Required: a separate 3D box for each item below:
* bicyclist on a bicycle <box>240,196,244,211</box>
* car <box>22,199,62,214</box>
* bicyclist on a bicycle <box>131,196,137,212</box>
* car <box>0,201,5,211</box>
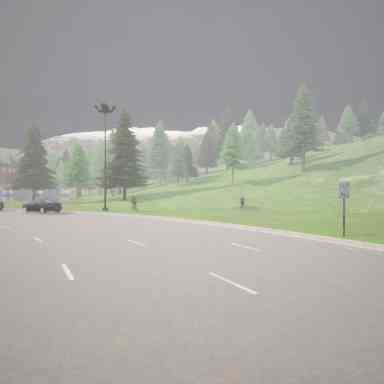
[{"bbox_3d":[5.622,1.312,37.253,0.582,1.620,1.656,0,-2,-1],"label":"bicyclist on a bicycle"},{"bbox_3d":[-16.070,1.478,35.545,5.008,1.535,1.882,0,0,32],"label":"car"},{"bbox_3d":[-6.224,1.305,35.728,0.582,1.620,1.656,0,-2,-31],"label":"bicyclist on a bicycle"},{"bbox_3d":[-24.367,1.526,39.619,4.674,1.442,1.812,0,0,23],"label":"car"}]
